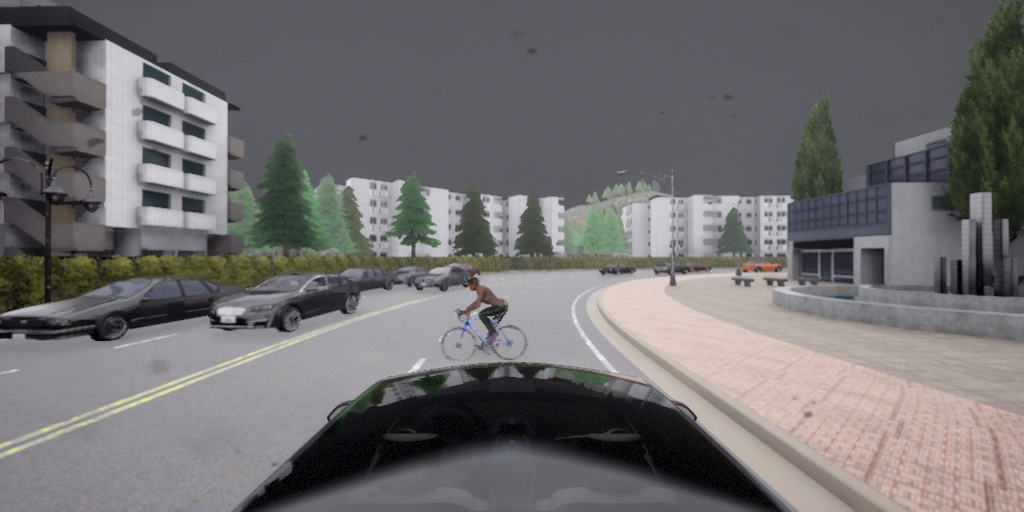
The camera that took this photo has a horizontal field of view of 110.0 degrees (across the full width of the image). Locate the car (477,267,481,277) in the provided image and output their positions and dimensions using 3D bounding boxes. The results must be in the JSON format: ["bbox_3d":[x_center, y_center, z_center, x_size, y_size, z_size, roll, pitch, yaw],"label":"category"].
[{"bbox_3d":[-4.581,1.326,30.230,1.882,1.535,5.008,0,0,28],"label":"car"}]

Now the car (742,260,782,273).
[{"bbox_3d":[31.523,1.256,45.222,4.553,1.767,2.097,0,0,-13],"label":"car"}]

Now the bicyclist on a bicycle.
[{"bbox_3d":[-0.548,1.218,6.833,1.656,1.620,0.582,-2,0,0],"label":"bicyclist on a bicycle"}]

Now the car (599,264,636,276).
[{"bbox_3d":[11.569,1.481,39.199,4.718,1.301,1.895,0,0,-42],"label":"car"}]

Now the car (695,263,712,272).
[{"bbox_3d":[23.639,1.508,46.574,4.718,1.301,1.895,0,0,-23],"label":"car"}]

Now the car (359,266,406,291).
[{"bbox_3d":[-8.553,1.361,20.385,2.033,1.411,5.357,0,0,15],"label":"car"}]

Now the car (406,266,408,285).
[{"bbox_3d":[-7.062,1.395,25.268,1.994,1.385,4.181,0,0,21],"label":"car"}]

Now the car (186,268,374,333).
[{"bbox_3d":[-6.553,1.274,11.046,2.128,1.511,4.902,0,0,6],"label":"car"}]

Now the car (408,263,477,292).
[{"bbox_3d":[-4.171,1.346,22.356,1.812,1.442,4.674,0,0,20],"label":"car"}]

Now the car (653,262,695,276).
[{"bbox_3d":[17.542,1.373,39.373,4.902,1.511,2.128,0,0,-36],"label":"car"}]

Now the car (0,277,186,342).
[{"bbox_3d":[-10.220,1.326,10.223,2.033,1.411,5.357,0,0,4],"label":"car"}]
